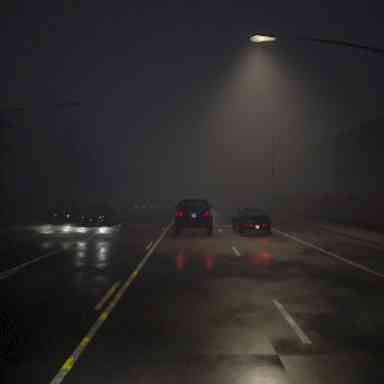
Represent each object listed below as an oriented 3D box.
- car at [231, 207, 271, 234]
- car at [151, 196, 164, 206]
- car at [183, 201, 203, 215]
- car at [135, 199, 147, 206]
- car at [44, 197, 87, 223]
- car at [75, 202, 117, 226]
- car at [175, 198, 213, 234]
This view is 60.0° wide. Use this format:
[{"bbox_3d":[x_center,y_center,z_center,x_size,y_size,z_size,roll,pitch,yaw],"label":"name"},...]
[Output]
[{"bbox_3d":[3.599,1.682,20.714,1.837,1.490,4.892,0,0,0],"label":"car"},{"bbox_3d":[-7.029,1.796,67.688,2.150,2.045,5.566,0,0,0],"label":"car"},{"bbox_3d":[0.098,1.822,38.794,2.128,1.511,4.902,0,0,0],"label":"car"},{"bbox_3d":[-10.562,2.096,68.994,1.812,1.442,4.674,0,0,-2],"label":"car"},{"bbox_3d":[-10.600,1.465,28.574,2.150,2.045,5.566,0,-1,0],"label":"car"},{"bbox_3d":[-7.100,1.724,25.695,1.837,1.490,4.892,0,0,0],"label":"car"},{"bbox_3d":[0.099,1.398,20.693,2.150,2.045,5.566,0,-1,0],"label":"car"}]
